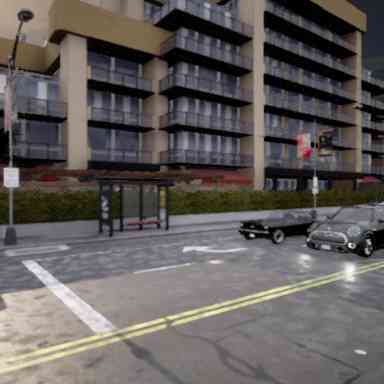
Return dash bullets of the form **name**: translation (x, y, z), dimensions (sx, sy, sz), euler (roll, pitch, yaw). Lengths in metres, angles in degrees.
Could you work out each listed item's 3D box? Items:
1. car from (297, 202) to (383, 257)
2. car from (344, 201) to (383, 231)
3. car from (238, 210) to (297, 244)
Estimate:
- **car**: translation (6.437, 1.303, 12.758), dimensions (4.553, 1.767, 2.097), euler (0, 0, -35)
- **car**: translation (11.838, 1.393, 20.908), dimensions (5.008, 1.535, 1.882), euler (0, 0, -35)
- **car**: translation (4.393, 1.552, 15.599), dimensions (4.718, 1.301, 1.895), euler (0, 0, -35)
